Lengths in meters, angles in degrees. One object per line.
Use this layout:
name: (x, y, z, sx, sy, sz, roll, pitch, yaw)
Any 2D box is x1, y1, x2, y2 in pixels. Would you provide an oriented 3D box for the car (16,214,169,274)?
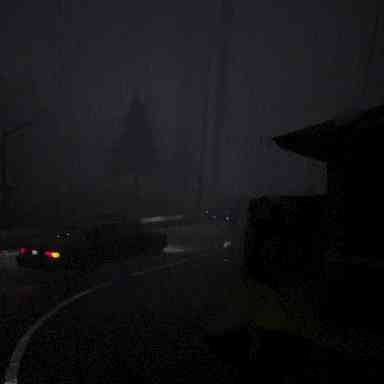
car: (-3.005, 1.710, 11.319, 2.033, 1.411, 5.357, 0, 0, 32)

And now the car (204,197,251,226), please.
car: (3.175, 1.392, 25.768, 2.150, 2.045, 5.566, 0, 0, 35)

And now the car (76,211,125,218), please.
car: (-4.347, 1.669, 15.169, 1.837, 1.490, 4.892, 0, 0, 35)
